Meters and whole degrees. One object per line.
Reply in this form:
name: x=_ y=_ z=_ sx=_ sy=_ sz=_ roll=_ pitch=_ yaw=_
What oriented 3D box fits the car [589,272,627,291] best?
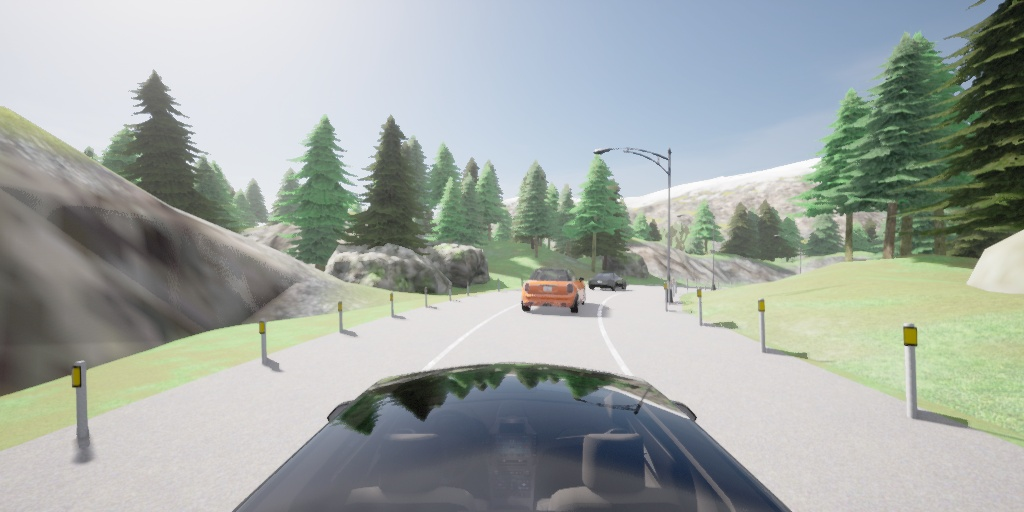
car: x=7.316 y=1.905 z=27.255 sx=1.994 sy=1.385 sz=4.181 roll=1 pitch=-2 yaw=32

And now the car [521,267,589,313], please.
car: x=1.857 y=1.245 z=14.853 sx=2.097 sy=1.767 sz=4.553 roll=0 pitch=-1 yaw=16
